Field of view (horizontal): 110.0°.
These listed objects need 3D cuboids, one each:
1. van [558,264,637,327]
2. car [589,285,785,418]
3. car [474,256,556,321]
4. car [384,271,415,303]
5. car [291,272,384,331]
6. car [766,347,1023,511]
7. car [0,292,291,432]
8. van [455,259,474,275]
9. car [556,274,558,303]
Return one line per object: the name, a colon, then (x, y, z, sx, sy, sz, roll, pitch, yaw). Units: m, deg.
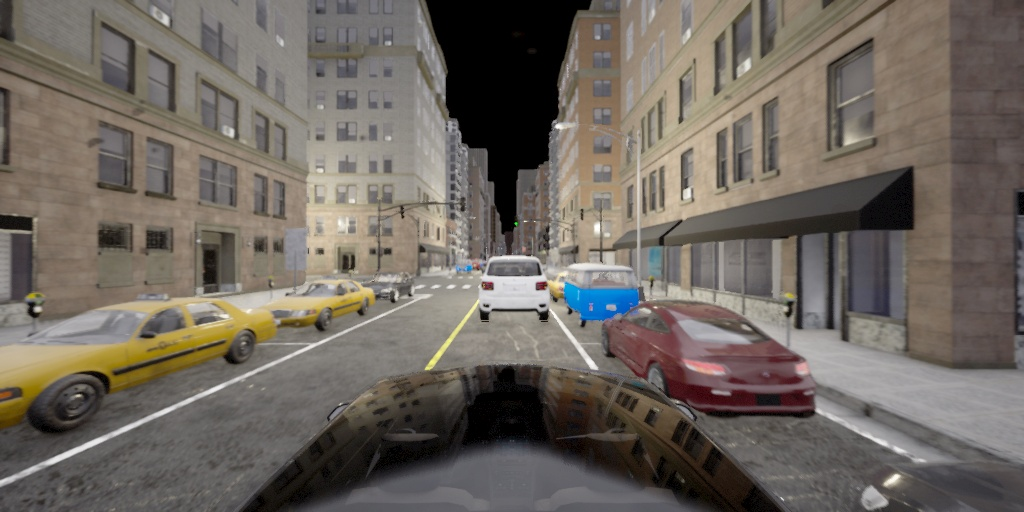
van: (2.654, 1.152, 11.467, 1.690, 1.789, 3.998, 0, 0, 0)
car: (2.663, 1.358, 5.796, 1.802, 1.307, 4.207, 0, 0, 0)
car: (0.066, 1.040, 12.860, 2.150, 2.045, 5.566, 0, 0, 0)
car: (-5.880, 1.395, 17.104, 2.007, 1.370, 4.403, 0, 0, 0)
car: (-5.871, 1.337, 11.267, 1.751, 1.417, 4.829, 0, 0, 0)
car: (2.673, 1.290, 0.126, 2.007, 1.370, 4.403, 0, 0, 0)
car: (-5.862, 1.302, 5.597, 1.751, 1.417, 4.829, 0, 0, 0)
van: (-5.925, 1.345, 44.299, 1.690, 1.789, 3.998, 0, 0, 0)
car: (2.644, 1.370, 17.306, 1.751, 1.417, 4.829, 0, 0, 0)
